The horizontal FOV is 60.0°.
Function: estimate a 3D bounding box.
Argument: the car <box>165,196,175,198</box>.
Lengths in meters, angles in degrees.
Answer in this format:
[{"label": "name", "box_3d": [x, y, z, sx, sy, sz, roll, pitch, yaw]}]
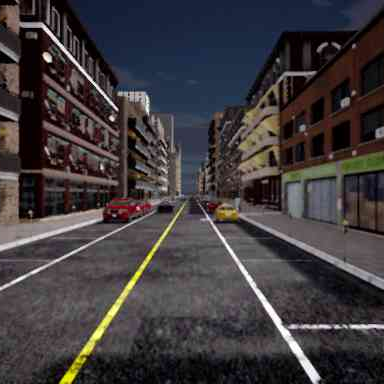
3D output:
[{"label": "car", "box_3d": [-5.686, 1.807, 77.574, 2.008, 1.369, 4.403, 0, 0, 0]}]

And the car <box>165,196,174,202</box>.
[{"label": "car", "box_3d": [-5.686, 1.825, 83.211, 2.008, 1.369, 4.403, 0, 0, 0]}]

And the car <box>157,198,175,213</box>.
[{"label": "car", "box_3d": [-2.999, 1.732, 38.767, 1.895, 1.301, 4.718, 0, 0, 0]}]

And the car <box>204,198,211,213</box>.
[{"label": "car", "box_3d": [2.693, 1.674, 38.117, 1.887, 1.381, 4.507, 0, 0, 0]}]

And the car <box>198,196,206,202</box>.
[{"label": "car", "box_3d": [2.695, 1.858, 88.843, 1.947, 1.339, 4.313, 0, 0, 0]}]

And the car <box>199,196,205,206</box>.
[{"label": "car", "box_3d": [2.694, 1.753, 60.662, 2.008, 1.369, 4.403, 0, 0, 0]}]

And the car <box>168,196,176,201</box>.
[{"label": "car", "box_3d": [-5.685, 1.855, 94.484, 1.887, 1.381, 4.507, 0, 0, 0]}]

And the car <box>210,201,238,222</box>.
[{"label": "car", "box_3d": [2.693, 1.618, 27.015, 1.752, 1.417, 4.829, 0, 0, 0]}]

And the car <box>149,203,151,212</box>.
[{"label": "car", "box_3d": [-5.687, 1.674, 38.122, 1.887, 1.381, 4.507, 0, 0, 0]}]

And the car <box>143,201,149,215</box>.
[{"label": "car", "box_3d": [-5.688, 1.550, 32.485, 1.967, 1.590, 4.097, 0, 0, 0]}]

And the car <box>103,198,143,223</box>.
[{"label": "car", "box_3d": [-5.687, 1.407, 26.850, 2.192, 1.841, 5.009, 0, 0, 0]}]

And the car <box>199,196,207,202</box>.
[{"label": "car", "box_3d": [2.696, 1.800, 83.377, 1.752, 1.417, 4.829, 0, 0, 0]}]
